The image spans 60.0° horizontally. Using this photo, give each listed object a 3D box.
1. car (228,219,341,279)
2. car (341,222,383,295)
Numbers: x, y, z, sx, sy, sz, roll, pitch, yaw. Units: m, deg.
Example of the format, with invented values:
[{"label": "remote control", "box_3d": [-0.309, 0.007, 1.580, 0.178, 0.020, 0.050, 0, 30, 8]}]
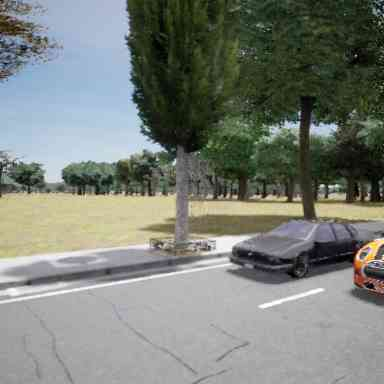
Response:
[{"label": "car", "box_3d": [3.658, 1.564, 10.285, 5.357, 1.411, 2.033, 0, 0, -36]}, {"label": "car", "box_3d": [5.811, 1.369, 7.827, 4.553, 1.767, 2.097, 0, 0, -35]}]
